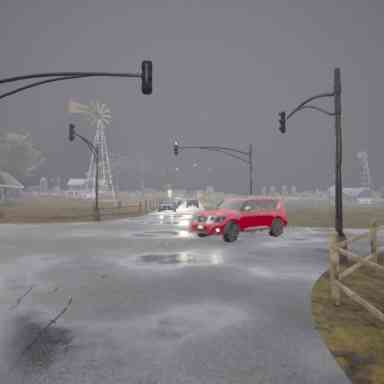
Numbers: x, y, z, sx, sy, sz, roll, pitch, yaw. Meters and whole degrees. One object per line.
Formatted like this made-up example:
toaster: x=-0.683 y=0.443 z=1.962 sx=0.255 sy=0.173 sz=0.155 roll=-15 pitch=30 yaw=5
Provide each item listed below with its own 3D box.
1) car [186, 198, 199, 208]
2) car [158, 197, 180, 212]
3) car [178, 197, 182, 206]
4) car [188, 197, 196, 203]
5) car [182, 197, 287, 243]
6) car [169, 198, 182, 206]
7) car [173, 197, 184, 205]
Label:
car: x=0.072 y=1.668 z=52.978 sx=1.837 sy=1.490 sz=4.892 roll=0 pitch=0 yaw=0
car: x=-2.876 y=1.661 z=39.747 sx=1.994 sy=1.385 sz=4.181 roll=0 pitch=0 yaw=0
car: x=-2.879 y=1.631 z=48.489 sx=2.128 sy=1.511 sz=4.902 roll=0 pitch=0 yaw=0
car: x=-0.038 y=1.843 z=76.861 sx=1.812 sy=1.442 sz=4.674 roll=0 pitch=0 yaw=0
car: x=2.503 y=1.257 z=16.769 sx=5.566 sy=2.045 sz=2.150 roll=1 pitch=-1 yaw=-39
car: x=-2.865 y=1.796 z=58.470 sx=1.895 sy=1.301 sz=4.718 roll=0 pitch=0 yaw=0
car: x=-2.790 y=1.811 z=69.078 sx=2.033 sy=1.411 sz=5.357 roll=0 pitch=0 yaw=0
